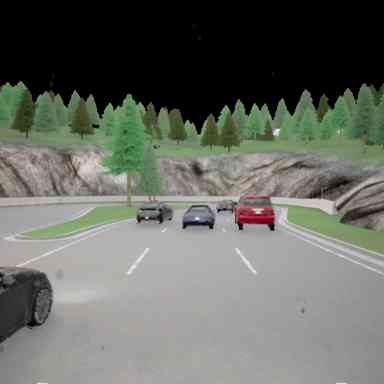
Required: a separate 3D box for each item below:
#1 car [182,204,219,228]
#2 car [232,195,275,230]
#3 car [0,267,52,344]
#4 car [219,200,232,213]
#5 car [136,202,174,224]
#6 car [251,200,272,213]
[{"bbox_3d":[0.531,1.564,22.006,1.994,1.385,4.181,0,0,6],"label":"car"},{"bbox_3d":[3.947,1.224,21.423,2.150,2.045,5.566,0,0,5],"label":"car"},{"bbox_3d":[-3.403,1.526,4.038,1.812,1.442,4.674,0,0,0],"label":"car"},{"bbox_3d":[4.095,1.548,37.060,2.033,1.411,5.357,0,0,17],"label":"car"},{"bbox_3d":[-2.635,1.493,24.533,2.128,1.511,4.902,0,0,9],"label":"car"},{"bbox_3d":[8.002,1.601,37.949,1.895,1.301,4.718,0,0,16],"label":"car"}]
